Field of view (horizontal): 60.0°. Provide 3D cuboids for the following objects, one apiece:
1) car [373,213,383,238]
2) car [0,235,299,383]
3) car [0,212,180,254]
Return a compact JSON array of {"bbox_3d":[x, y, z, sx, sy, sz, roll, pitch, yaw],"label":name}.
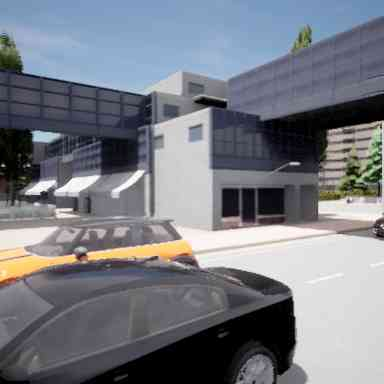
[{"bbox_3d":[10.422,1.374,15.628,4.892,1.490,1.837,0,0,-35],"label":"car"},{"bbox_3d":[-1.090,1.471,3.208,5.008,1.535,1.882,0,0,-35],"label":"car"},{"bbox_3d":[-2.121,1.336,6.771,4.553,1.767,2.097,-1,0,-35],"label":"car"}]
